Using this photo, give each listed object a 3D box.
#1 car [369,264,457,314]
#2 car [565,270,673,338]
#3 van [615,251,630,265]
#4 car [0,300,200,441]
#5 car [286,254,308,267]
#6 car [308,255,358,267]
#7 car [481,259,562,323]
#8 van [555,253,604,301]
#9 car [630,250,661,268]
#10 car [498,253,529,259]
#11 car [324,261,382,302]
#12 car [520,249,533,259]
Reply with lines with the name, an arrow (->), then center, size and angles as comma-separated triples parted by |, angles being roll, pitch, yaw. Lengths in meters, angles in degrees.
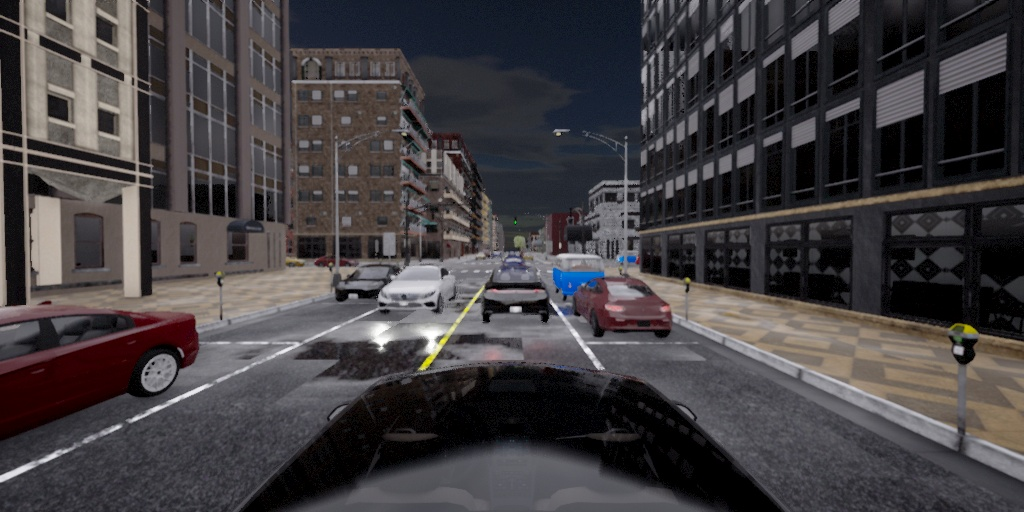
car -> -3.094, 1.038, 12.574 | 1.812, 1.442, 4.674 | 0, 1, 0
car -> 2.657, 1.166, 9.316 | 1.802, 1.307, 4.207 | 0, 0, 0
van -> 14.894, 0.243, 44.264 | 3.998, 1.789, 1.690 | 0, 0, 0
car -> -5.690, 1.252, 3.654 | 1.888, 1.381, 4.507 | 0, 0, 0
car -> -22.962, 0.471, 35.789 | 4.829, 1.417, 1.751 | 0, 0, 0
car -> -17.470, 0.538, 35.803 | 4.207, 1.307, 1.802 | 0, 0, 0
car -> 0.099, 1.035, 11.194 | 2.128, 1.511, 4.902 | 0, 1, 0
van -> 2.656, 0.801, 15.004 | 1.690, 1.789, 3.998 | 0, 0, 0
car -> 14.917, 0.359, 35.885 | 5.009, 1.841, 2.192 | 0, 0, 0
car -> 0.099, 0.713, 27.655 | 1.812, 1.442, 4.674 | 0, 1, 0
car -> -5.691, 1.026, 15.029 | 1.948, 1.339, 4.313 | 0, 0, 0
car -> 2.686, 0.040, 59.950 | 1.751, 1.417, 4.829 | 0, 0, 0
